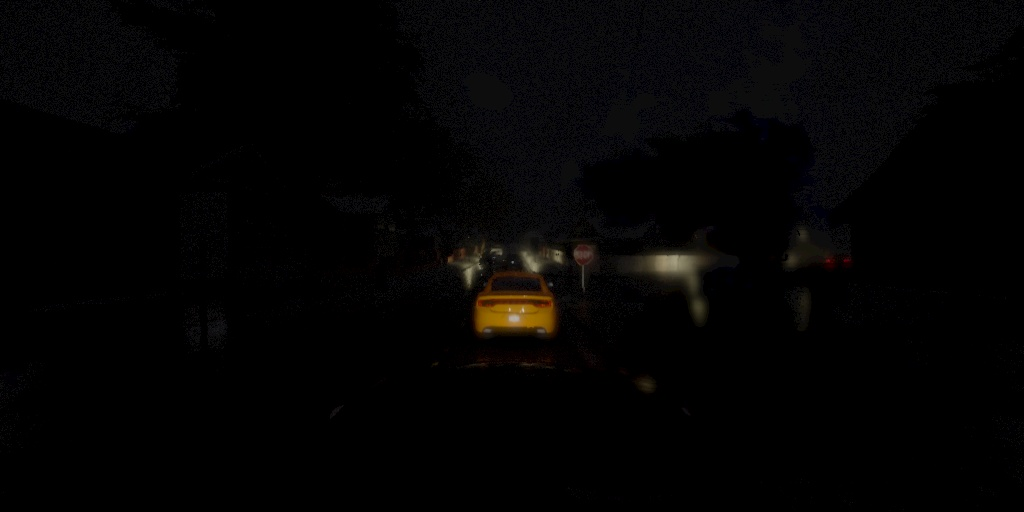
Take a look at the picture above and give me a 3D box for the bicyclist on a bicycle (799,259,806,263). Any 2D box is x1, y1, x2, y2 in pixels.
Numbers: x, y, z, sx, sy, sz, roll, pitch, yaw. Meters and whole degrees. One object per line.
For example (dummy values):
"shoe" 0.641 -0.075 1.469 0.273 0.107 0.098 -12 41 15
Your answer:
"bicyclist on a bicycle" 22.042 1.084 27.096 0.582 1.620 1.656 0 0 -32

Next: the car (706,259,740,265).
"car" 18.687 1.047 31.986 5.008 1.535 1.882 0 1 -32

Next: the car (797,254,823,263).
"car" 37.815 0.810 45.005 5.566 2.045 2.150 0 0 -37

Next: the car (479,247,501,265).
"car" -2.754 0.150 43.515 2.097 1.767 4.553 0 2 0

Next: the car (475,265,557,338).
"car" 0.158 1.182 10.090 1.882 1.535 5.008 0 0 2

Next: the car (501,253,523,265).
"car" 0.171 0.615 37.323 1.994 1.385 4.181 0 2 0

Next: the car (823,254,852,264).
"car" 39.616 0.837 42.777 5.566 2.045 2.150 0 1 -37
